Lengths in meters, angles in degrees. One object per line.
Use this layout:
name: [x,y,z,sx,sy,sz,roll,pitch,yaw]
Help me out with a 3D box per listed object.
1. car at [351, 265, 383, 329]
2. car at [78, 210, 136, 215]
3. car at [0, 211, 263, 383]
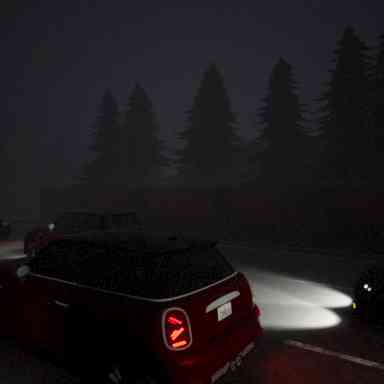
car: [4.708,1.563,4.930,4.181,1.385,1.994,0,0,36]
car: [-3.426,1.352,10.728,4.553,1.767,2.097,0,0,35]
car: [-1.364,1.352,4.957,4.553,1.767,2.097,0,0,36]
